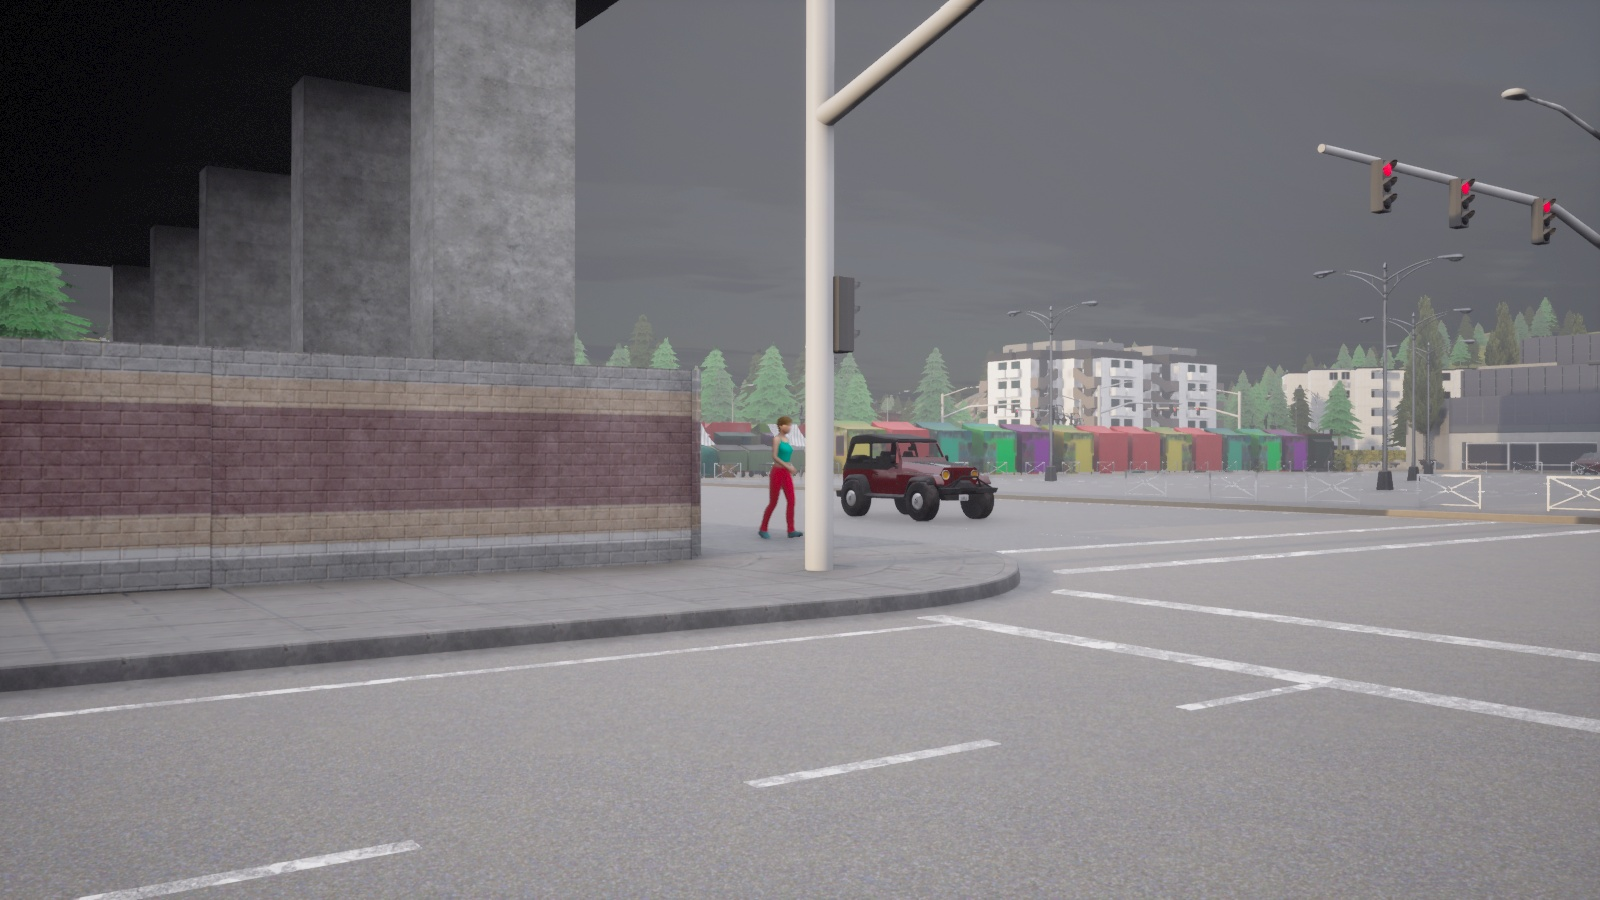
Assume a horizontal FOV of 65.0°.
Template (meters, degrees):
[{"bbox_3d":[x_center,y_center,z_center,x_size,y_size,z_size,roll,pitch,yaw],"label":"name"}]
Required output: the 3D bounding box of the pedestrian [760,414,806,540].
[{"bbox_3d":[-0.257,0.391,18.669,0.594,1.836,0.345,0,0,37],"label":"pedestrian"}]

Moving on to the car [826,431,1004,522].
[{"bbox_3d":[2.491,0.549,28.043,1.905,1.878,3.866,0,0,-35],"label":"car"}]
